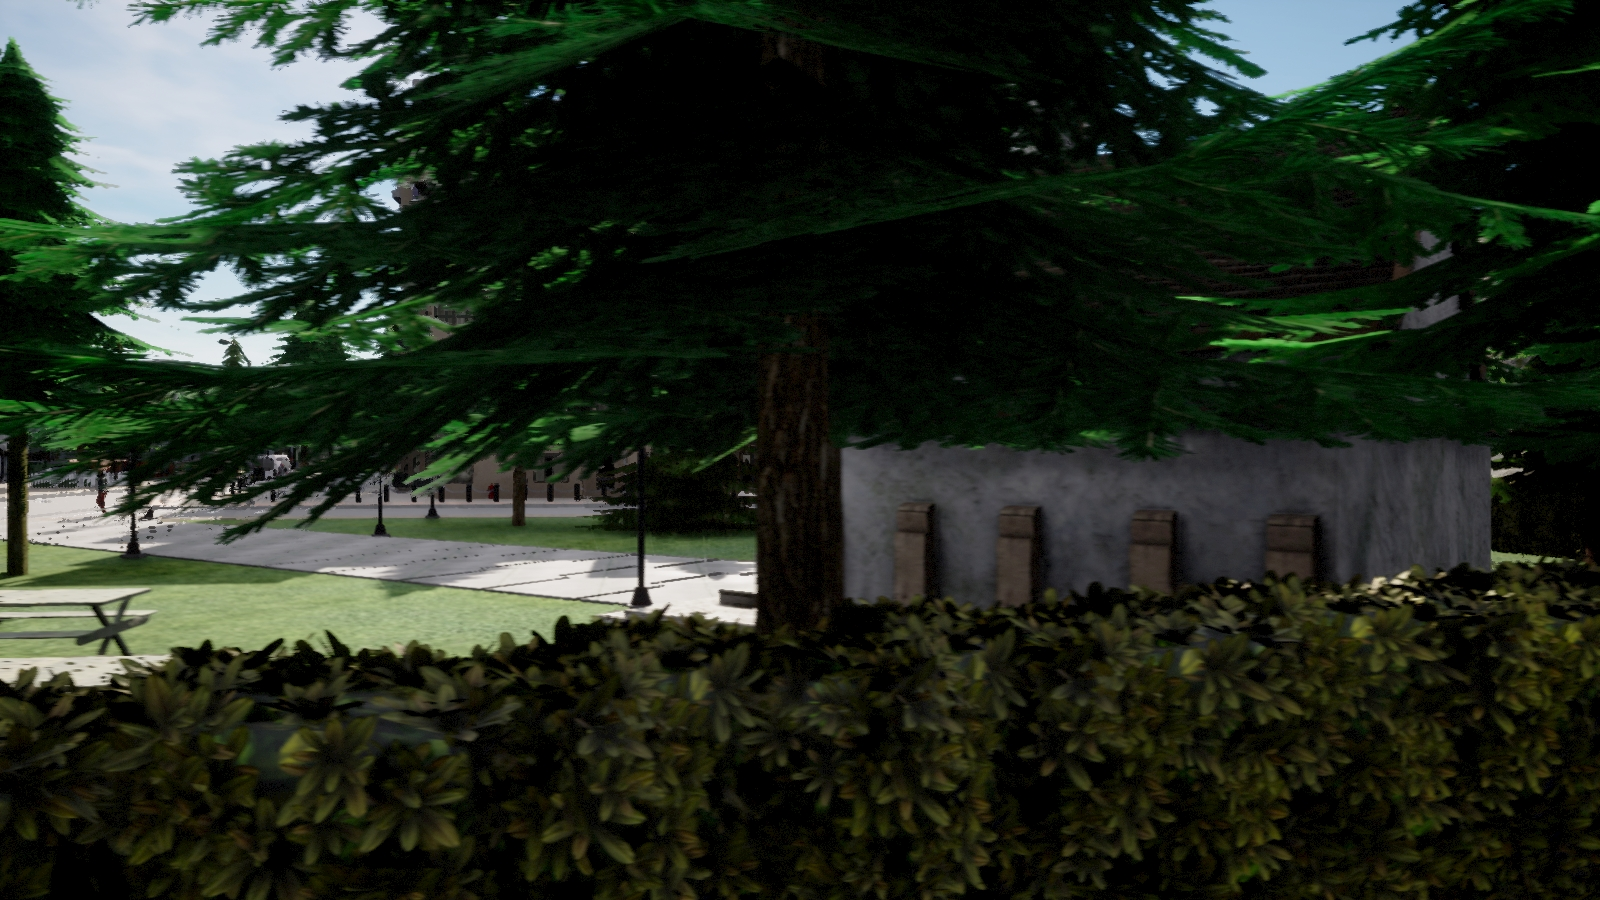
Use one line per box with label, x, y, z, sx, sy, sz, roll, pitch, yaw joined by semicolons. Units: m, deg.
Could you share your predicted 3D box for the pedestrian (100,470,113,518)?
pedestrian;-27.046;1.702;44.532;0.375;1.860;0.375;0;0;-21
